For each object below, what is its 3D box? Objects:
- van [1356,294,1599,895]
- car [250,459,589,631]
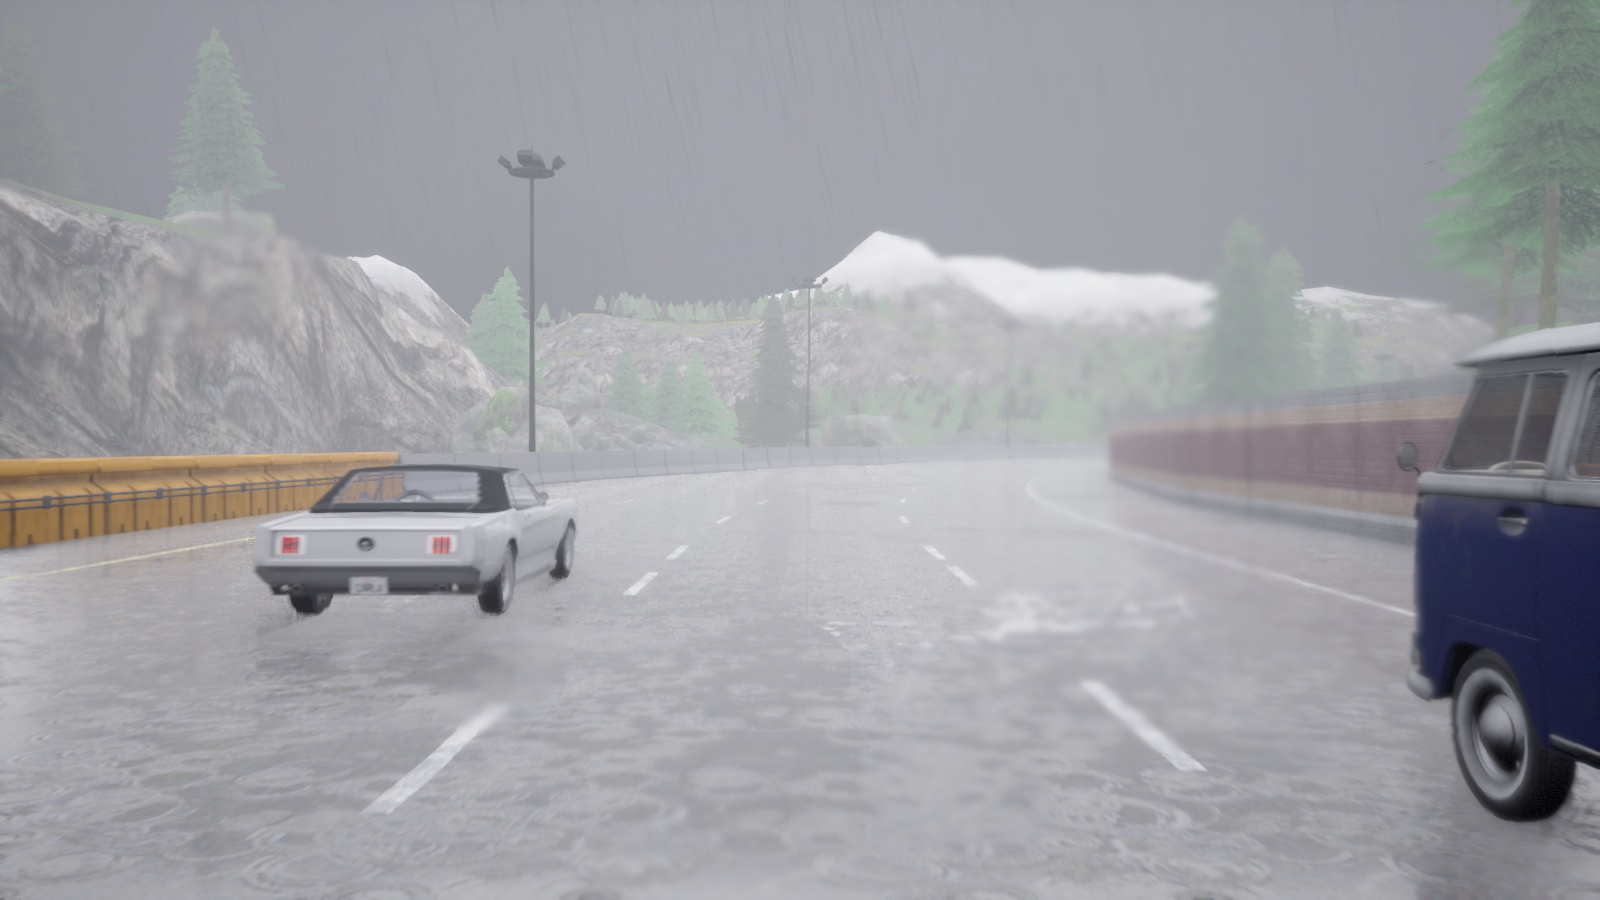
[{"bbox_3d":[3.533,0.482,3.762,1.775,1.987,4.442,0,0,0],"label":"van"},{"bbox_3d":[-3.430,0.775,12.378,1.895,1.301,4.718,0,0,0],"label":"car"}]
